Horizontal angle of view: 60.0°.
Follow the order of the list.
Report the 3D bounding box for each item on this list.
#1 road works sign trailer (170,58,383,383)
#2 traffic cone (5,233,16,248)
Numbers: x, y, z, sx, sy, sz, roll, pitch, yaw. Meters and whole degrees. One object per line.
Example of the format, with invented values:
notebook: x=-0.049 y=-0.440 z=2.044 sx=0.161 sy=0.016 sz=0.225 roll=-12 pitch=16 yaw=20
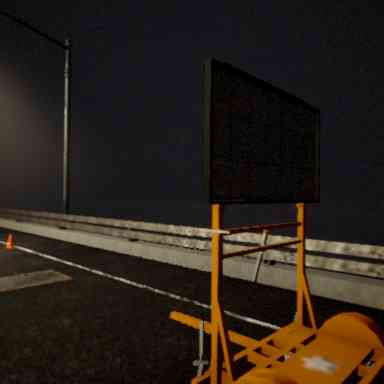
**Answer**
road works sign trailer: x=0.760 y=0.530 z=4.002 sx=2.880 sy=3.560 sz=2.380 roll=0 pitch=-1 yaw=43
traffic cone: x=-7.650 y=2.047 z=14.027 sx=0.340 sy=0.580 sz=0.340 roll=0 pitch=-1 yaw=43
